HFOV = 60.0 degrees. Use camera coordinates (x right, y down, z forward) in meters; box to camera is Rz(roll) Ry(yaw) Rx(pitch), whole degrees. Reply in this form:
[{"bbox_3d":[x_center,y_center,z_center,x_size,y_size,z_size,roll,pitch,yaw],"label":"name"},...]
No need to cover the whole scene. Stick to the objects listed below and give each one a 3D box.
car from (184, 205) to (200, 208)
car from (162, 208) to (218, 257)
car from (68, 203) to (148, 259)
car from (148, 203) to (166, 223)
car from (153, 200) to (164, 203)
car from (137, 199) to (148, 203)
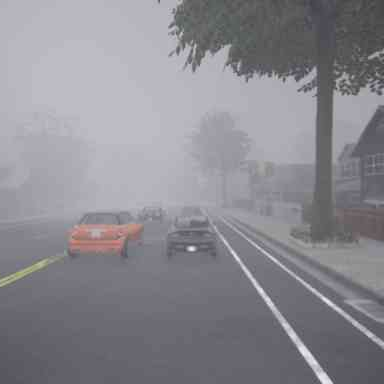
[{"bbox_3d":[-0.023,1.818,27.513,2.033,1.411,5.357,0,-1,0],"label":"car"},{"bbox_3d":[0.008,1.640,13.507,1.837,1.490,4.892,0,0,0],"label":"car"},{"bbox_3d":[-3.241,1.483,13.415,2.097,1.767,4.553,0,-1,0],"label":"car"},{"bbox_3d":[-3.265,1.878,28.242,1.895,1.301,4.718,0,-1,0],"label":"car"},{"bbox_3d":[-6.595,2.199,65.333,1.994,1.385,4.181,0,-1,0],"label":"car"},{"bbox_3d":[-9.839,2.166,65.618,1.812,1.442,4.674,0,0,0],"label":"car"}]
